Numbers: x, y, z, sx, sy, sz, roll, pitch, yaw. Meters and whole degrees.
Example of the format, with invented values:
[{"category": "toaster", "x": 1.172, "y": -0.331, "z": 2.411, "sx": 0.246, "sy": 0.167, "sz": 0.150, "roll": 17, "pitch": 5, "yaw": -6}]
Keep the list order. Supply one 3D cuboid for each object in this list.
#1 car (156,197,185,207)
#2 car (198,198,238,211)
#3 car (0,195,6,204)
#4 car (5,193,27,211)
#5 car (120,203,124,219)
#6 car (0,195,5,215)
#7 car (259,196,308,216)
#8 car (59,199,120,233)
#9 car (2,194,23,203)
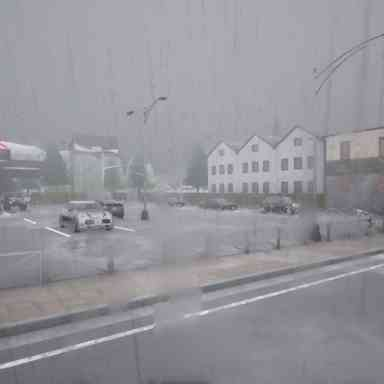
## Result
[{"category": "car", "x": -3.111, "y": 1.371, "z": 46.836, "sx": 2.033, "sy": 1.411, "sz": 5.357, "roll": 0, "pitch": 0, "yaw": -35}, {"category": "car", "x": 2.892, "y": 1.371, "z": 38.341, "sx": 2.033, "sy": 1.411, "sz": 5.357, "roll": 0, "pitch": 0, "yaw": -36}, {"category": "car", "x": -39.529, "y": 1.495, "z": 65.869, "sx": 4.611, "sy": 1.667, "sz": 2.242, "roll": 0, "pitch": 0, "yaw": -36}, {"category": "car", "x": -20.168, "y": 1.092, "z": 37.914, "sx": 1.905, "sy": 1.878, "sz": 3.866, "roll": 0, "pitch": 0, "yaw": -36}, {"category": "car", "x": -6.783, "y": 1.313, "z": 25.511, "sx": 2.007, "sy": 1.523, "sz": 4.514, "roll": 0, "pitch": 0, "yaw": -36}, {"category": "car", "x": -18.256, "y": 1.113, "z": 29.604, "sx": 1.932, "sy": 1.855, "sz": 4.605, "roll": 0, "pitch": 0, "yaw": -36}, {"category": "car", "x": 8.427, "y": 1.175, "z": 30.575, "sx": 2.097, "sy": 1.767, "sz": 4.553, "roll": 0, "pitch": 0, "yaw": -35}, {"category": "car", "x": -5.654, "y": 1.248, "z": 17.647, "sx": 1.970, "sy": 1.475, "sz": 3.806, "roll": 0, "pitch": 0, "yaw": -36}, {"category": "car", "x": -39.301, "y": 1.328, "z": 72.998, "sx": 3.866, "sy": 1.878, "sz": 1.905, "roll": 0, "pitch": 0, "yaw": -36}]
